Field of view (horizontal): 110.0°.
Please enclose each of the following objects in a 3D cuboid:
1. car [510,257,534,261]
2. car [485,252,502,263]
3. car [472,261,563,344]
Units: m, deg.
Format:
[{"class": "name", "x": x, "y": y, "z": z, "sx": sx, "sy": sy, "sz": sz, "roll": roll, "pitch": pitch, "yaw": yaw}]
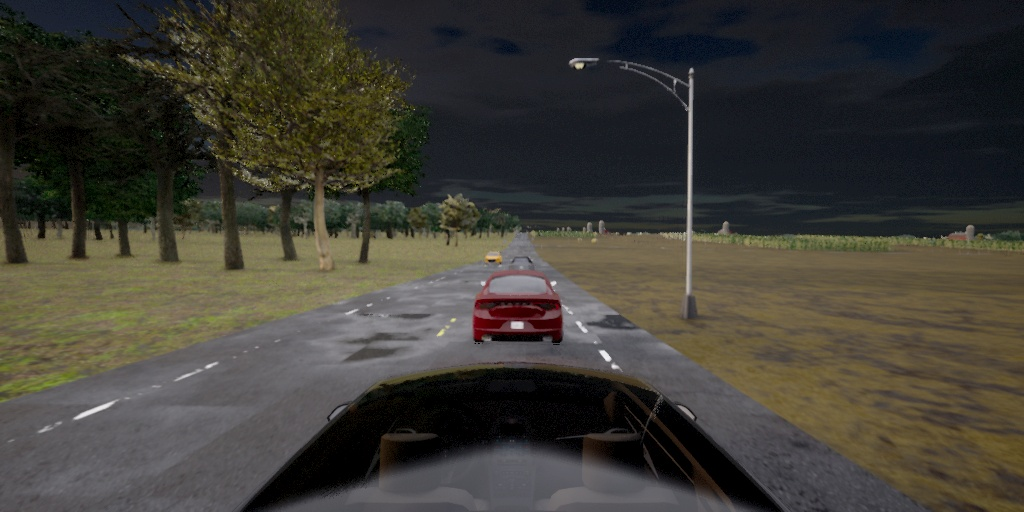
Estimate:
[{"class": "car", "x": 0.780, "y": 0.733, "z": 28.673, "sx": 1.994, "sy": 1.385, "sz": 4.181, "roll": 0, "pitch": 1, "yaw": 2}, {"class": "car", "x": -2.267, "y": 0.245, "z": 44.596, "sx": 1.882, "sy": 1.535, "sz": 5.008, "roll": 0, "pitch": 1, "yaw": 2}, {"class": "car", "x": 0.160, "y": 1.078, "z": 9.176, "sx": 1.882, "sy": 1.535, "sz": 5.008, "roll": 0, "pitch": 1, "yaw": 1}]
